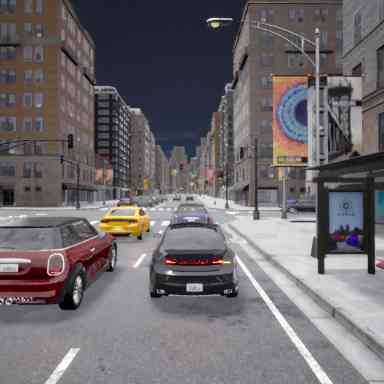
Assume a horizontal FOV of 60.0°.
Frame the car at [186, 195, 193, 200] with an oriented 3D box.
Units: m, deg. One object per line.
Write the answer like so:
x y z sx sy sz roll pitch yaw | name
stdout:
-0.637 1.439 92.058 1.895 1.301 4.718 0 0 0 | car

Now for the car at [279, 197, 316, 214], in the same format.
11.924 1.592 35.813 4.892 1.490 1.837 1 -1 -1 | car

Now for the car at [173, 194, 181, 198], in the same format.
-3.819 1.607 82.034 1.895 1.301 4.718 0 0 0 | car

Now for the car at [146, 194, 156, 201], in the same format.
-10.338 1.359 84.744 2.097 1.767 4.553 0 0 0 | car

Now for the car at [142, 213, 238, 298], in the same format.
0.023 1.508 8.531 1.837 1.490 4.892 0 0 -1 | car

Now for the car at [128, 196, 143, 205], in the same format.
-10.241 1.526 60.246 1.837 1.490 4.892 0 0 0 | car

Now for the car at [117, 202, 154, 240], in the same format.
-3.282 1.485 17.088 1.882 1.535 5.008 0 0 -1 | car

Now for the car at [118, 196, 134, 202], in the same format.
-10.206 1.585 51.393 1.994 1.385 4.181 0 0 0 | car

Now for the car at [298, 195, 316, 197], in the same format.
13.266 1.355 39.082 5.566 2.045 2.150 0 -1 0 | car

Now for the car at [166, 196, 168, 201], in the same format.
-7.063 1.375 81.152 2.097 1.767 4.553 0 0 0 | car

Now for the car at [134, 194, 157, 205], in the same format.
-6.949 1.373 50.367 2.097 1.767 4.553 0 0 0 | car

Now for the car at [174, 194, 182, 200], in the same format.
-3.887 1.369 92.006 2.128 1.511 4.902 0 0 0 | car

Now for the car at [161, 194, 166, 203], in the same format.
-6.980 1.586 68.951 1.994 1.385 4.181 0 0 0 | car

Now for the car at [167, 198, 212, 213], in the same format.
-0.036 1.360 17.467 2.097 1.767 4.553 0 0 0 | car

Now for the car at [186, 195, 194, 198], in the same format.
-0.566 1.489 81.609 1.882 1.535 5.008 0 0 0 | car

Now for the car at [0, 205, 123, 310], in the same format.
-3.221 1.355 7.960 2.097 1.767 4.553 0 0 -1 | car

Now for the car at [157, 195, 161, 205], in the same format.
-6.996 1.547 58.943 1.812 1.442 4.674 0 0 0 | car

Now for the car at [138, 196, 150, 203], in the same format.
-10.242 1.618 70.647 1.895 1.301 4.718 0 0 0 | car
